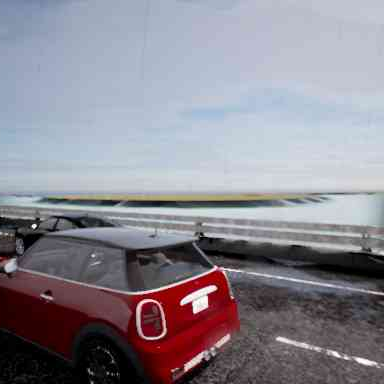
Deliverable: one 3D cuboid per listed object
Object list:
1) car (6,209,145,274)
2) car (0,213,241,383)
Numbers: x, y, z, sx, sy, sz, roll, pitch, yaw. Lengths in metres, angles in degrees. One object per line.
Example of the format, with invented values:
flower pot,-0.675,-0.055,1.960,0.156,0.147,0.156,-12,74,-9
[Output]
car,-4.082,1.449,11.239,5.008,1.535,1.882,0,0,36
car,-1.627,1.340,5.168,4.553,1.767,2.097,0,0,36
